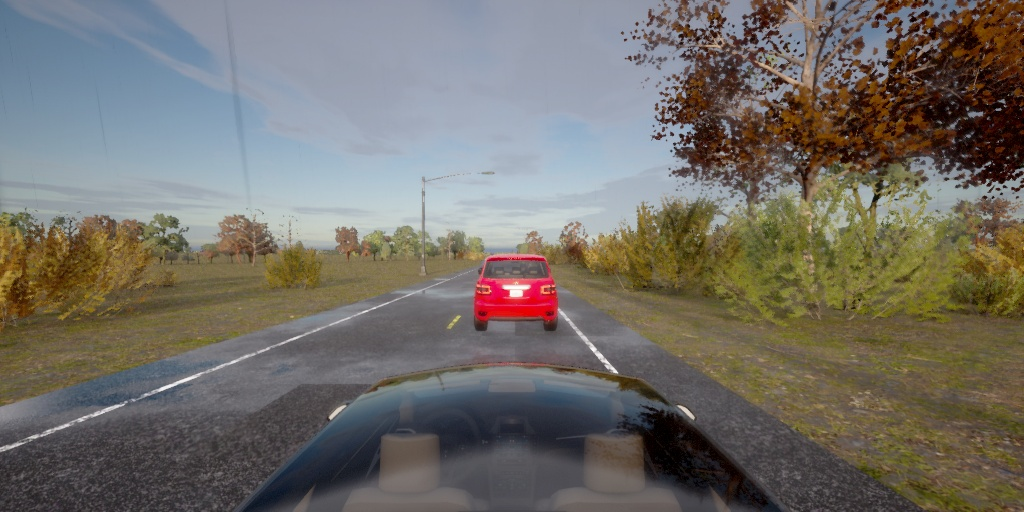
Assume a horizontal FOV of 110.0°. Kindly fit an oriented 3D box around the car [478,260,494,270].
[{"bbox_3d":[-3.841,1.283,54.332,2.033,1.411,5.357,0,0,-1],"label":"car"}]

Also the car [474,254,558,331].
[{"bbox_3d":[0.093,0.968,11.091,2.150,2.045,5.566,0,0,0],"label":"car"}]

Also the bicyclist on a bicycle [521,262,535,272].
[{"bbox_3d":[0.945,1.114,18.797,0.659,1.776,1.843,0,0,0],"label":"bicyclist on a bicycle"}]
